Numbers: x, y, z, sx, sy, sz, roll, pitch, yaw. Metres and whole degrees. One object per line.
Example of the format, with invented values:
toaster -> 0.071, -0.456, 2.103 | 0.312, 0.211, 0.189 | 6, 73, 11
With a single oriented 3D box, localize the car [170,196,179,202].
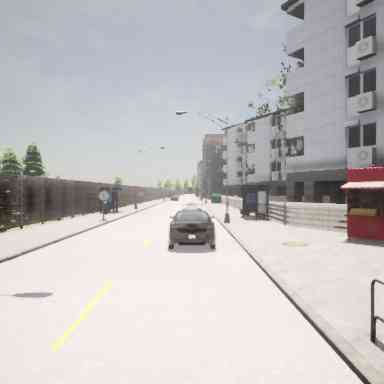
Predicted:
car -> -3.995, 1.539, 77.115 | 1.895, 1.301, 4.718 | 0, 0, 0

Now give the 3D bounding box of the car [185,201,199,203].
car -> 0.000, 1.534, 29.650 | 1.812, 1.442, 4.674 | 0, 0, 0

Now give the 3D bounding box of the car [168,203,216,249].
car -> 0.000, 1.486, 14.650 | 1.882, 1.535, 5.008 | 0, 0, 0
